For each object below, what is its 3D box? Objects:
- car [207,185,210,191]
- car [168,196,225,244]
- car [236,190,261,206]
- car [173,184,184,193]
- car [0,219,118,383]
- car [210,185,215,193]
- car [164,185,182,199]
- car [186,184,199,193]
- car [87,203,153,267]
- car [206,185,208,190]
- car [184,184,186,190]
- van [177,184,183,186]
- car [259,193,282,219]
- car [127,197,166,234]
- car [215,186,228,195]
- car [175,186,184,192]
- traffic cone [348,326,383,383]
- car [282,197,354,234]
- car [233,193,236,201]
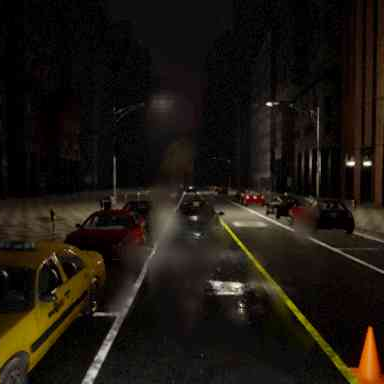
[{"bbox_3d":[5.549,-0.773,84.130,1.802,1.307,4.206,0,2,0],"label":"car"},{"bbox_3d":[0.164,1.115,13.619,1.837,1.490,4.892,0,2,0],"label":"car"},{"bbox_3d":[5.893,0.510,33.048,1.967,1.590,4.097,0,2,0],"label":"car"},{"bbox_3d":[-2.899,-0.727,72.708,2.192,1.841,5.009,0,2,0],"label":"car"},{"bbox_3d":[-2.440,1.394,4.443,1.752,1.417,4.829,0,2,0],"label":"car"},{"bbox_3d":[5.626,-0.488,72.779,2.008,1.369,4.403,0,2,0],"label":"car"},{"bbox_3d":[-2.708,0.189,44.335,1.967,1.590,4.097,0,2,0],"label":"car"},{"bbox_3d":[-0.119,-0.407,70.229,1.994,1.385,4.181,0,2,0],"label":"car"},{"bbox_3d":[-2.479,1.248,10.288,1.887,1.381,4.507,0,2,0],"label":"car"},{"bbox_3d":[5.510,-0.991,89.974,1.752,1.417,4.829,0,2,0],"label":"car"},{"bbox_3d":[-2.861,-0.569,67.033,2.192,1.841,5.009,0,2,0],"label":"car"},{"bbox_3d":[-2.784,-0.227,55.684,1.690,1.788,3.998,0,2,0],"label":"van"},{"bbox_3d":[5.969,0.953,21.702,1.947,1.339,4.313,0,2,0],"label":"car"},{"bbox_3d":[-2.517,1.109,15.964,1.947,1.339,4.313,0,2,0],"label":"car"},{"bbox_3d":[5.702,-0.141,61.429,1.802,1.307,4.206,0,2,0],"label":"car"},{"bbox_3d":[-2.937,-0.634,78.390,1.947,1.339,4.313,0,2,0],"label":"car"},{"bbox_3d":[2.052,1.844,3.835,0.340,0.580,0.340,0,2,0],"label":"traffic cone"},{"bbox_3d":[6.008,0.987,16.022,1.967,1.590,4.097,0,2,0],"label":"car"},{"bbox_3d":[5.855,0.477,38.727,1.947,1.339,4.313,0,2,0],"label":"car"}]
